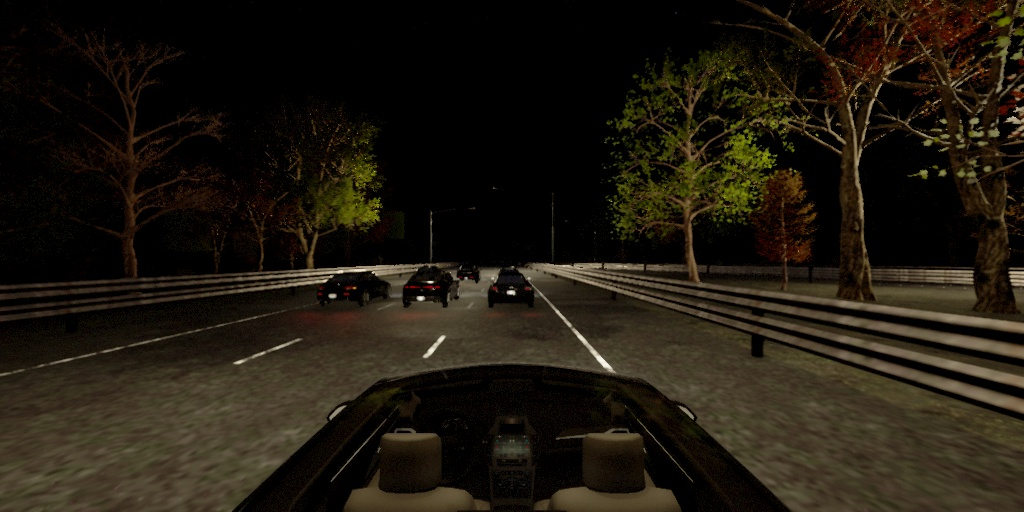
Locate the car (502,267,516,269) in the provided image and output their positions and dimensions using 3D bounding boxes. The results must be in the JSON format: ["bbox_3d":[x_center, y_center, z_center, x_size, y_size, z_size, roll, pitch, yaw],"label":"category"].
[{"bbox_3d":[-0.242,1.602,31.394,1.994,1.385,4.181,0,-1,-1],"label":"car"}]

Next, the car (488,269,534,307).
[{"bbox_3d":[-0.044,1.453,16.366,1.994,1.385,4.181,0,0,0],"label":"car"}]

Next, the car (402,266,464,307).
[{"bbox_3d":[-3.542,1.396,16.293,1.837,1.490,4.892,0,0,0],"label":"car"}]

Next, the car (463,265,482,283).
[{"bbox_3d":[-3.739,1.546,31.365,1.837,1.490,4.892,0,0,-1],"label":"car"}]

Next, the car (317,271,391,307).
[{"bbox_3d":[-7.042,1.415,16.352,1.812,1.442,4.674,0,0,0],"label":"car"}]
